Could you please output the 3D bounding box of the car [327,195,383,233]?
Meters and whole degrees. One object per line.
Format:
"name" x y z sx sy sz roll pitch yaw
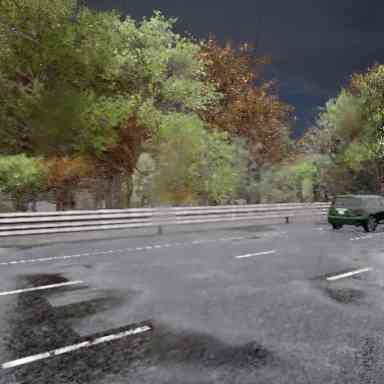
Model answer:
"car" 10.322 1.200 19.679 5.566 2.045 2.150 0 0 -35
